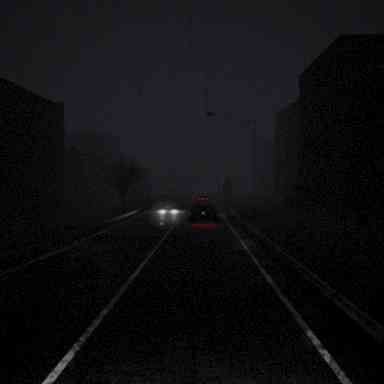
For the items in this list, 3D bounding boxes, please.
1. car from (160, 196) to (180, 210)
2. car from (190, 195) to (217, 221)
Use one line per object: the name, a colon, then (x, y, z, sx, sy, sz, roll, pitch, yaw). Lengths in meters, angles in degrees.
car: (-2.370, 1.110, 36.640, 2.033, 1.411, 5.357, 0, 1, 2)
car: (0.864, 1.258, 25.285, 1.882, 1.535, 5.008, 0, 1, 2)
